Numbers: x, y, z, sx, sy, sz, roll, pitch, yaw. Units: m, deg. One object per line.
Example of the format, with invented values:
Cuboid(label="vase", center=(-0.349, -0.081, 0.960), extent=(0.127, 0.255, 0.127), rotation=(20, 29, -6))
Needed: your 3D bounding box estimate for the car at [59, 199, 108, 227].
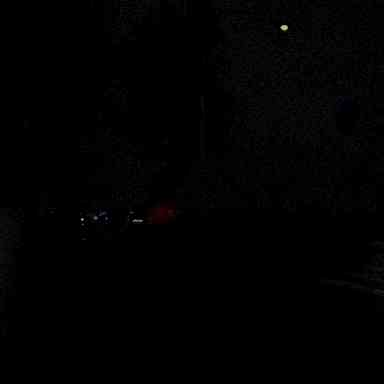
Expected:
Cuboid(label="car", center=(-8.746, 1.631, 27.011), extent=(2.150, 2.045, 5.566), rotation=(0, -1, -35))

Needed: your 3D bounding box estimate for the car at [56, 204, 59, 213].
Cuboid(label="car", center=(-18.909, 2.405, 46.759), extent=(1.994, 1.385, 4.181), rotation=(0, -1, -35))

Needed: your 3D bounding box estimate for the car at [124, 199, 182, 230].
Cuboid(label="car", center=(-2.892, 1.512, 23.766), extent=(2.150, 2.045, 5.566), rotation=(0, -1, -35))

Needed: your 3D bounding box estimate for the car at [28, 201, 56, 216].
Cuboid(label="car", center=(-19.561, 2.111, 42.709), extent=(2.150, 2.045, 5.566), rotation=(0, -1, -35))
